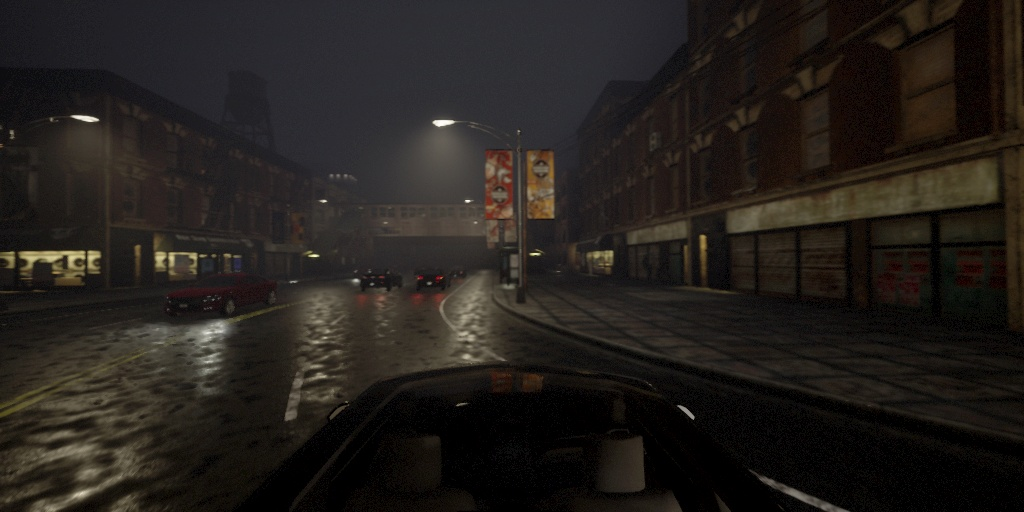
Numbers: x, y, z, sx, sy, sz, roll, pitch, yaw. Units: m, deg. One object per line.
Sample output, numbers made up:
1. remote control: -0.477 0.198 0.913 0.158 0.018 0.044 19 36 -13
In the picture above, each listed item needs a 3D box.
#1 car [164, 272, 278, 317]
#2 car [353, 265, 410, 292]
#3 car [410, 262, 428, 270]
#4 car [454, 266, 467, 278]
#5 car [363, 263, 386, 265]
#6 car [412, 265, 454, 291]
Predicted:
1. car: -11.650 1.471 14.778 1.882 1.535 5.008 -1 -1 -9
2. car: -8.812 1.568 24.596 2.128 1.511 4.902 0 -1 -4
3. car: -9.644 1.733 40.157 1.882 1.535 5.008 0 -1 -3
4. car: -6.156 1.830 40.466 1.895 1.301 4.718 0 -1 -3
5. car: -16.861 1.689 42.155 2.097 1.767 4.553 0 0 -3
6. car: -5.352 1.576 24.859 1.812 1.442 4.674 0 -1 -3
